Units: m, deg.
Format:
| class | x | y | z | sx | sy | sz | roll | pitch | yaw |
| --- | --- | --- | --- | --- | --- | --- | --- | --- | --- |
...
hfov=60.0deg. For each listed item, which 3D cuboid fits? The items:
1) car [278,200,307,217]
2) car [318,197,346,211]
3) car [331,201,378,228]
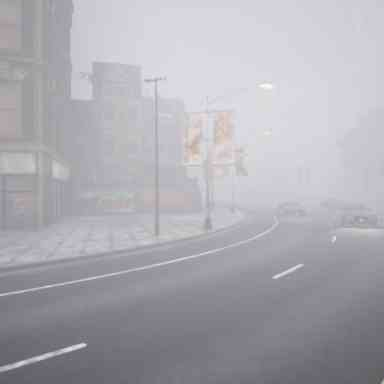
| class | x | y | z | sx | sy | sz | roll | pitch | yaw |
| --- | --- | --- | --- | --- | --- | --- | --- | --- | --- |
| car | 9.007 | 1.474 | 30.300 | 2.033 | 1.411 | 5.357 | 0 | 0 | 6 |
| car | 16.221 | 1.358 | 38.286 | 1.882 | 1.535 | 5.008 | 0 | 0 | -3 |
| car | 10.623 | 1.488 | 21.735 | 1.994 | 1.385 | 4.181 | 0 | 0 | 16 |
